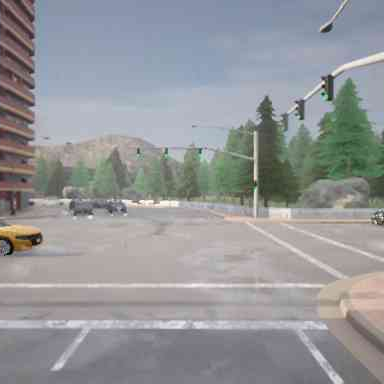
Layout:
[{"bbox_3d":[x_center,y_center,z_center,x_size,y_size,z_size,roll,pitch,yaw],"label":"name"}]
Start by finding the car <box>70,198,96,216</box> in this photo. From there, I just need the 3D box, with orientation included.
[{"bbox_3d":[-11.738,1.728,36.155,1.837,1.490,4.892,0,0,-14],"label":"car"}]

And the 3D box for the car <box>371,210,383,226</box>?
[{"bbox_3d":[15.173,1.553,23.371,4.553,1.767,2.097,0,0,0],"label":"car"}]

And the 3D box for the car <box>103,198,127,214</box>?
[{"bbox_3d":[-8.997,1.737,39.667,2.128,1.511,4.902,0,0,-20],"label":"car"}]

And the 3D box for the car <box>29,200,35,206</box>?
[{"bbox_3d":[-30.654,1.849,60.253,5.008,1.535,1.882,-1,-1,27],"label":"car"}]

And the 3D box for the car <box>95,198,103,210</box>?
[{"bbox_3d":[-13.417,1.657,49.160,2.097,1.767,4.553,0,-1,-34],"label":"car"}]

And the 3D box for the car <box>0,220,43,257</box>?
[{"bbox_3d":[-8.461,1.613,12.958,5.008,1.535,1.882,0,0,0],"label":"car"}]

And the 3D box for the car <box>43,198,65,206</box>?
[{"bbox_3d":[-25.537,1.905,61.384,4.674,1.442,1.812,0,-1,33],"label":"car"}]
